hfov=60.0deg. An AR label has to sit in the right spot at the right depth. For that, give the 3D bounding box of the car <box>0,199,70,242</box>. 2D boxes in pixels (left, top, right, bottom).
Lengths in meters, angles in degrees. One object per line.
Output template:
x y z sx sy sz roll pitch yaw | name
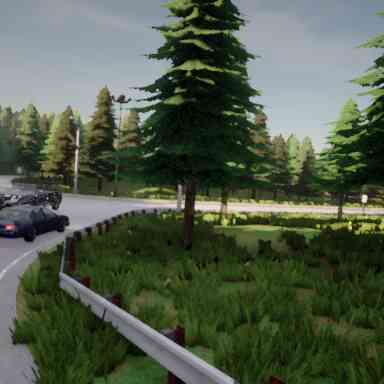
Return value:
-7.604 1.357 15.585 2.033 1.411 5.357 4 1 3 | car

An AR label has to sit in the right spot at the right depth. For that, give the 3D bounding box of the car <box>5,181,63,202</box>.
-10.456 0.272 21.652 2.150 2.045 5.566 4 2 4 | car
